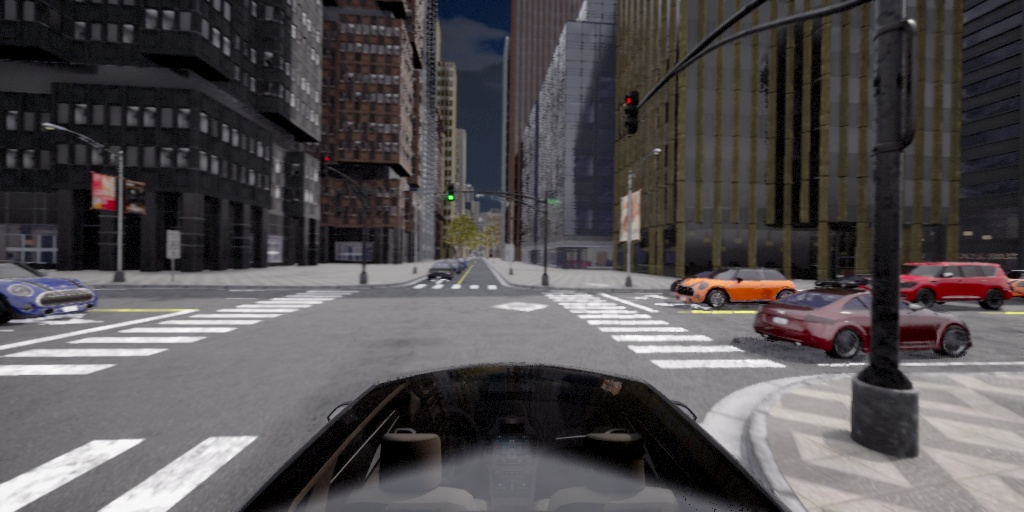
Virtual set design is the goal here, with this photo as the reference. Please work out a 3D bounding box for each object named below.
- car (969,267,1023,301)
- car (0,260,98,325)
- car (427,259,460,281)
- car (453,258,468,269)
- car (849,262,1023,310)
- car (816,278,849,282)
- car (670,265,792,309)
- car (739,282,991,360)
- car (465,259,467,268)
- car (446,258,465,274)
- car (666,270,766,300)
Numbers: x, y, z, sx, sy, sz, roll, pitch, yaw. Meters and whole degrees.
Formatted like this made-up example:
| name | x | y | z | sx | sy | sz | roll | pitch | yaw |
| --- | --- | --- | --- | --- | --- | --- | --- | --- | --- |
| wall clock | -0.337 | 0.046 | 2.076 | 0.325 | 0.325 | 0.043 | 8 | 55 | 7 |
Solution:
| name | x | y | z | sx | sy | sz | roll | pitch | yaw |
| --- | --- | --- | --- | --- | --- | --- | --- | --- | --- |
| car | 29.491 | 1.575 | 20.397 | 4.553 | 1.767 | 2.097 | 1 | 0 | -5 |
| car | -14.741 | 0.871 | 9.987 | 4.553 | 1.767 | 2.097 | 1 | 0 | -5 |
| car | -5.693 | 1.209 | 29.323 | 2.033 | 1.411 | 5.357 | 1 | 0 | -5 |
| car | -7.999 | 1.104 | 55.959 | 1.882 | 1.535 | 5.008 | 1 | 0 | -5 |
| car | 19.079 | 1.278 | 16.276 | 5.566 | 2.045 | 2.150 | 1 | 0 | -5 |
| car | 19.333 | 1.656 | 19.559 | 4.718 | 1.301 | 1.895 | 1 | 0 | -5 |
| car | 9.543 | 1.253 | 15.478 | 4.553 | 1.767 | 2.097 | 1 | 0 | -5 |
| car | 8.022 | 1.454 | 8.378 | 4.181 | 1.385 | 1.994 | 1 | 0 | -9 |
| car | -7.232 | 1.201 | 47.283 | 1.994 | 1.385 | 4.181 | 1 | 0 | -5 |
| car | -6.496 | 1.001 | 38.686 | 2.097 | 1.767 | 4.553 | 1 | 0 | -5 |
| car | 10.604 | 1.476 | 18.831 | 4.181 | 1.385 | 1.994 | 1 | 0 | -5 |
